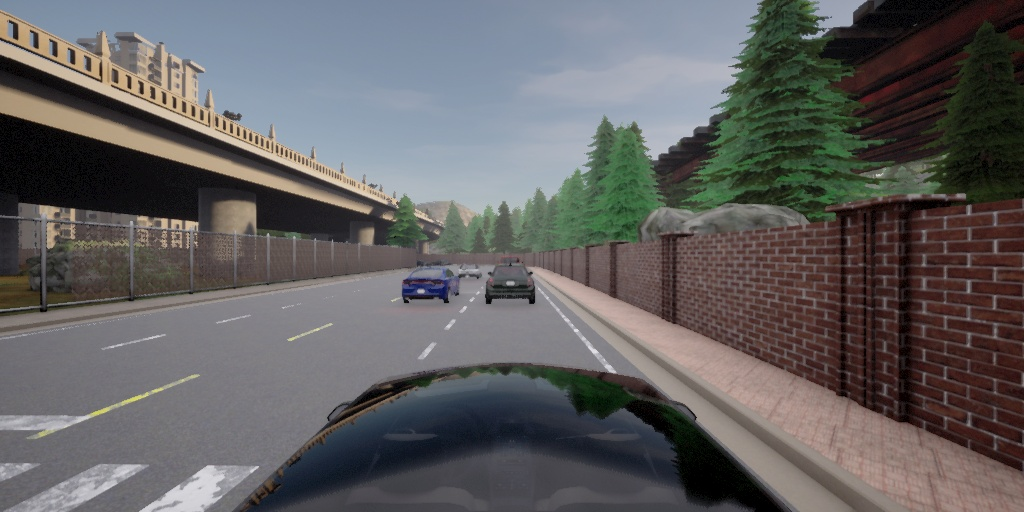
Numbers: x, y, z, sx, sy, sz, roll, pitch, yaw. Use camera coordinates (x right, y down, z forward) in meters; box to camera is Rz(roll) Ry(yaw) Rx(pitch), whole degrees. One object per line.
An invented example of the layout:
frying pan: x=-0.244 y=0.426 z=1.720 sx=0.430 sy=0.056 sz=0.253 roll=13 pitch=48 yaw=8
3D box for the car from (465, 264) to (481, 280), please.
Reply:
car: x=-3.659 y=1.366 z=31.540 sx=1.895 sy=1.301 sz=4.718 roll=0 pitch=0 yaw=0

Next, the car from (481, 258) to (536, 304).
car: x=-0.075 y=1.116 z=16.499 sx=2.097 sy=1.767 sz=4.553 roll=0 pitch=0 yaw=0

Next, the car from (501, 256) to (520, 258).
car: x=-0.159 y=1.008 z=31.559 sx=2.150 sy=2.045 sz=5.566 roll=0 pitch=0 yaw=0

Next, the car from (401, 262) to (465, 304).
car: x=-3.576 y=1.235 z=16.510 sx=1.882 sy=1.535 sz=5.008 roll=0 pitch=0 yaw=0
